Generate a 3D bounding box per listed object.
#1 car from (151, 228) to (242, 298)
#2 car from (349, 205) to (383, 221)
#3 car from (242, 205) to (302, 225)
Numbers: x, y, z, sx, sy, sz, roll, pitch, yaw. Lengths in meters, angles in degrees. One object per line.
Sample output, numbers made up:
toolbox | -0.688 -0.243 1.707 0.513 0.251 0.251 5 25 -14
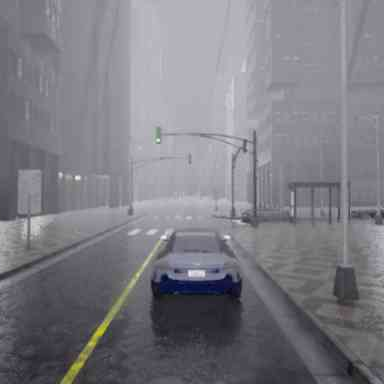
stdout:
car | 0.095 1.622 8.681 1.994 1.385 4.181 0 0 0
car | 15.466 1.705 27.615 4.718 1.301 1.895 0 -1 0
car | 5.777 1.655 24.081 4.181 1.385 1.994 0 -2 -13
